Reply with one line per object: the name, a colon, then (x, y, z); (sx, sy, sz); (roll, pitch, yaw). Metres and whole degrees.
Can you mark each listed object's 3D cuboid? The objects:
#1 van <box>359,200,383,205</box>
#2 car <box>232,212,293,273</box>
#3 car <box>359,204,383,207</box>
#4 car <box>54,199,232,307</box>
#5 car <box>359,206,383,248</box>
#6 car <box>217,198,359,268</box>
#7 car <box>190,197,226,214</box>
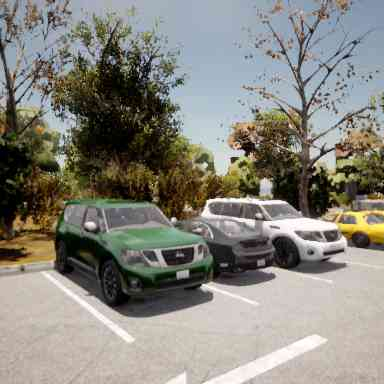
van: (11.483, 1.447, 18.536); (1.878, 1.987, 4.442); (1, -1, -37)
car: (0.265, 1.500, 10.214); (2.231, 1.521, 4.892); (0, 0, -37)
car: (9.066, 1.620, 17.095); (1.946, 1.575, 5.366); (1, -1, -37)
car: (-1.846, 1.235, 8.582); (2.435, 2.045, 5.566); (0, 0, -37)
car: (6.940, 1.580, 15.495); (1.946, 1.575, 5.366); (1, -1, -37)
car: (2.504, 1.265, 11.887); (2.435, 2.045, 5.566); (0, 0, -37)
car: (2.172, 1.803, 46.910); (2.150, 2.045, 5.566); (-1, 2, -37)
